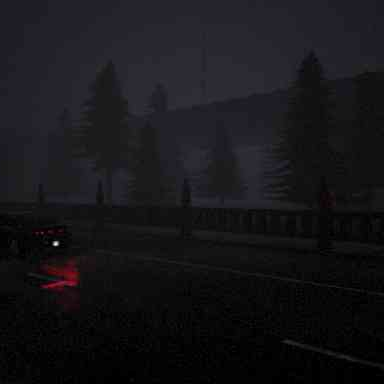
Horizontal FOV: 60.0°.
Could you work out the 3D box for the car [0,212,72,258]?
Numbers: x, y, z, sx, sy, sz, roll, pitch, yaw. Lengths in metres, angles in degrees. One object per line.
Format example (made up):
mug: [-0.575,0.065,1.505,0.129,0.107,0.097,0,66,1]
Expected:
car: [-6.691,1.535,12.987,4.892,1.490,1.837,0,0,36]
